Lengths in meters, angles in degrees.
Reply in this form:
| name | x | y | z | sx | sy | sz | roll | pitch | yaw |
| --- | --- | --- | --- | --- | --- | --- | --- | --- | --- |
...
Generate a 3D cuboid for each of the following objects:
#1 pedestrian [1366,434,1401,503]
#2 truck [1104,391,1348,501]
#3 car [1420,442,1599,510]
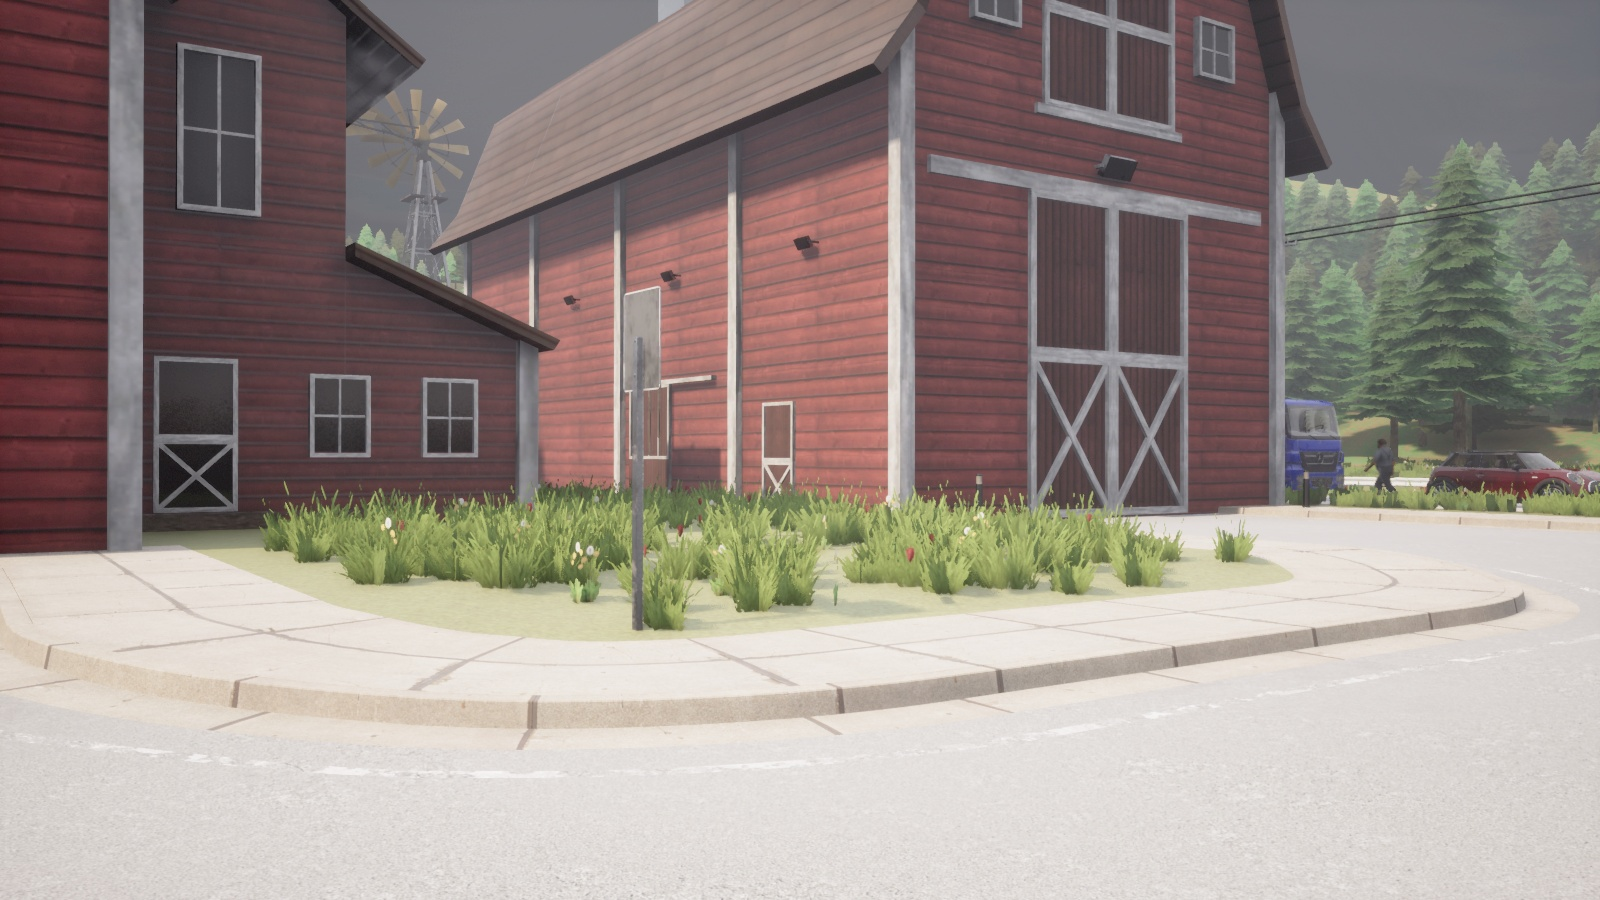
| name | x | y | z | sx | sy | sz | roll | pitch | yaw |
| --- | --- | --- | --- | --- | --- | --- | --- | --- | --- |
| pedestrian | 15.925 | 0.496 | 34.290 | 0.540 | 1.848 | 0.694 | 0 | 0 | -34 |
| truck | 14.570 | -0.108 | 43.665 | 2.891 | 3.462 | 7.936 | 0 | 0 | -34 |
| car | 20.188 | 0.691 | 35.237 | 2.097 | 1.767 | 4.553 | 0 | 0 | -34 |
